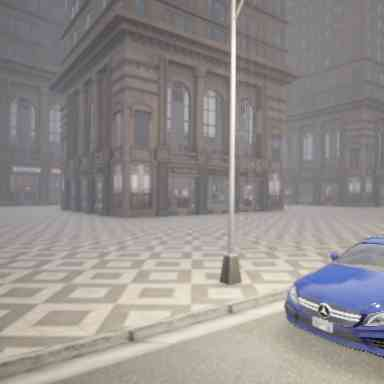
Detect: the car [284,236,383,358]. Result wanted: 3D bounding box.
[{"bbox_3d":[3.656,1.541,5.865,4.674,1.442,1.812,0,0,-36],"label":"car"}]
